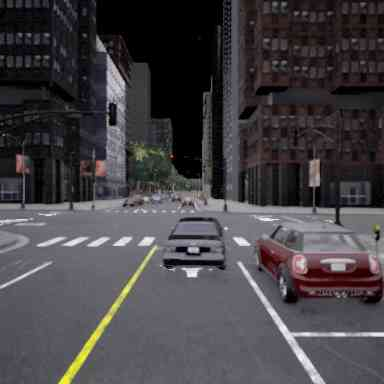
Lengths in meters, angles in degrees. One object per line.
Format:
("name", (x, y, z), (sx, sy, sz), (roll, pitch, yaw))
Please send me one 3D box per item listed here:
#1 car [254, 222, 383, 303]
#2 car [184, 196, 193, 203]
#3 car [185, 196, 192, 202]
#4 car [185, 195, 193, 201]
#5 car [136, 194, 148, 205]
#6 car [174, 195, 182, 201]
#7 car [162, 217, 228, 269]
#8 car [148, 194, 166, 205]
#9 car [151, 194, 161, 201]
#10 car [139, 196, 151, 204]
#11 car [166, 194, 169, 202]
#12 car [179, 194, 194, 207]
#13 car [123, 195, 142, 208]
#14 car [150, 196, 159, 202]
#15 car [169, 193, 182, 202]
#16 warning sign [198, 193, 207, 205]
("car", (2.763, 1.440, 8.218), (1.967, 1.590, 4.097), (0, 0, 0))
("car", (-0.723, 1.602, 71.311), (1.887, 1.381, 4.507), (0, 0, 0))
("car", (-0.790, 1.611, 82.331), (1.752, 1.417, 4.829), (0, 0, 0))
("car", (-0.855, 1.556, 93.011), (1.967, 1.590, 4.097), (0, 0, 0))
("car", (-9.150, 1.335, 54.989), (2.192, 1.841, 5.009), (0, 0, 0))
("car", (-3.573, 1.582, 86.188), (1.812, 1.442, 4.674), (0, 0, 0))
("car", (0.225, 1.547, 11.141), (2.033, 1.411, 5.357), (0, 0, 4))
("car", (-6.456, 1.560, 61.624), (1.812, 1.442, 4.674), (0, 0, 0))
("car", (-9.348, 1.416, 87.545), (2.192, 1.841, 5.009), (0, 0, 0))
("car", (-9.214, 1.570, 65.671), (1.752, 1.417, 4.829), (0, 0, 0))
("car", (-6.522, 1.520, 77.674), (2.033, 1.411, 5.357), (0, 0, 0))
("car", (-0.592, 1.447, 49.612), (1.967, 1.590, 4.097), (0, 0, 0))
("car", (-9.116, 1.574, 49.563), (1.947, 1.339, 4.313), (0, 0, 0))
("car", (-9.314, 1.668, 82.118), (1.802, 1.307, 4.206), (0, 0, 0))
("car", (-3.512, 1.423, 76.150), (2.097, 1.767, 4.553), (0, 0, 0))
("warning sign", (1.697, 1.131, 53.297), (1.300, 1.860, 1.060), (0, 0, 0))
